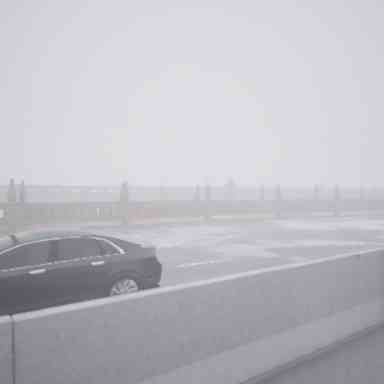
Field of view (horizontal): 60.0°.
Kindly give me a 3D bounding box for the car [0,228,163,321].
[{"bbox_3d":[-2.896,1.472,6.046,4.892,1.490,1.837,0,0,-34],"label":"car"}]
